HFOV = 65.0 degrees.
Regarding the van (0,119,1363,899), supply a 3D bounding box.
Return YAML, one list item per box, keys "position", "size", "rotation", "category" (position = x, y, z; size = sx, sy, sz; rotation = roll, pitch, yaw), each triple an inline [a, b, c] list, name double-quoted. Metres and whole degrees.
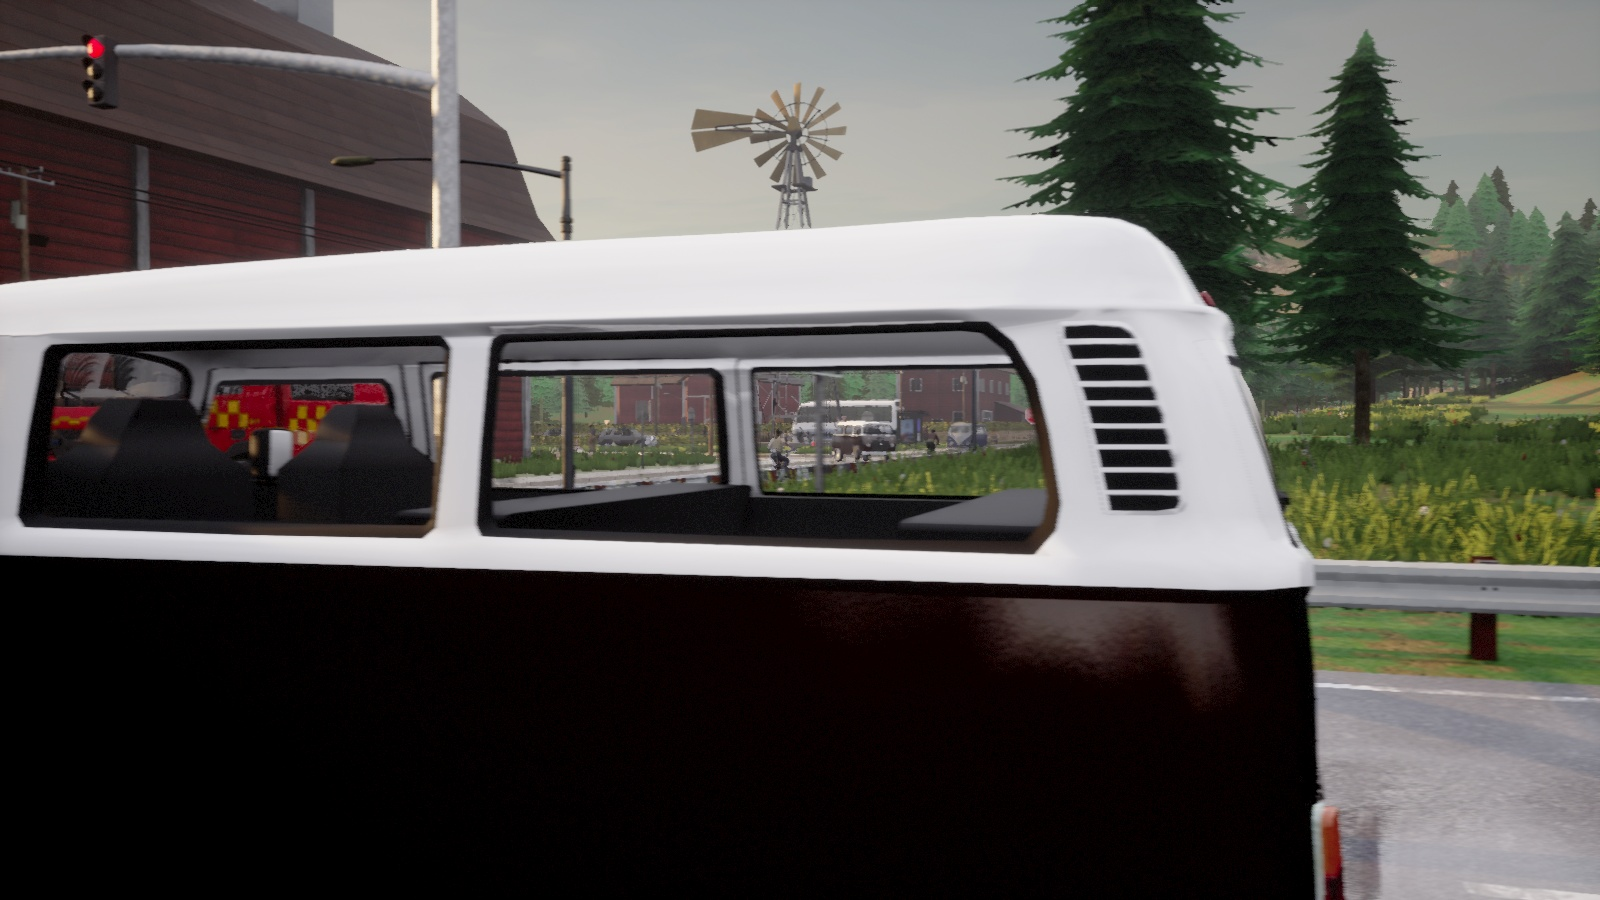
- position: [-0.991, 0.493, 3.523]
  size: [4.480, 2.038, 2.069]
  rotation: [1, 1, 19]
  category: "van"
